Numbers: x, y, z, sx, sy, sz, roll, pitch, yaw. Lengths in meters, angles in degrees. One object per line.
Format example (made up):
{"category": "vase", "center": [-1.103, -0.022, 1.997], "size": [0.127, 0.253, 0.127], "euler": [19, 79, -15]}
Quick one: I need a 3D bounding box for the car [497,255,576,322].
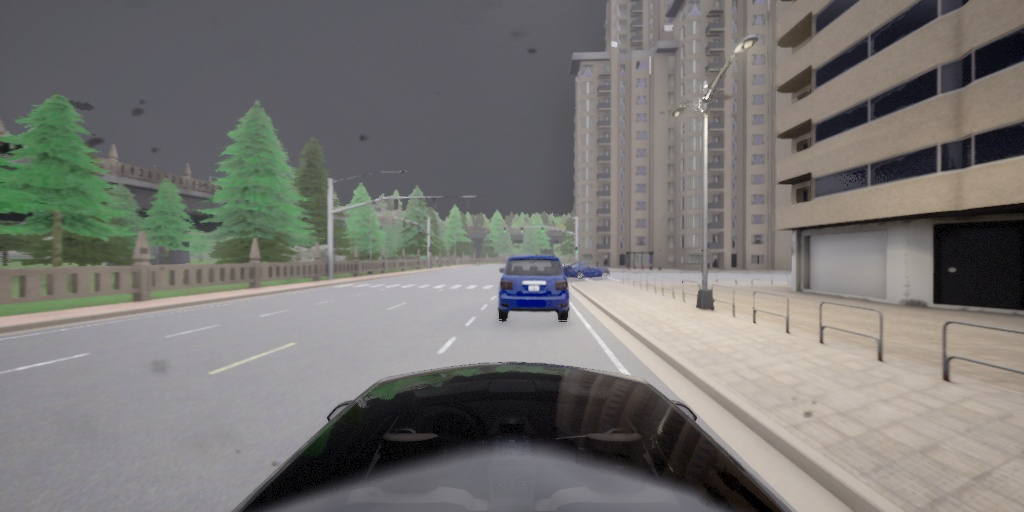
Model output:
{"category": "car", "center": [0.701, 0.993, 12.656], "size": [2.150, 2.045, 5.566], "euler": [0, 0, 2]}

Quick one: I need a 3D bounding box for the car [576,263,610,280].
{"category": "car", "center": [6.734, 1.363, 32.871], "size": [5.008, 1.535, 1.882], "euler": [1, -2, -31]}
